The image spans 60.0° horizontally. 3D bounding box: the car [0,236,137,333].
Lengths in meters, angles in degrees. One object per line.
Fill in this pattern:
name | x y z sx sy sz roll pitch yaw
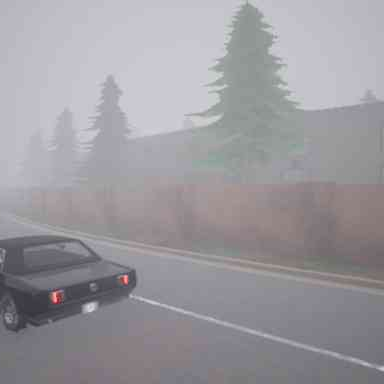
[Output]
car | -3.349 1.563 6.795 4.718 1.301 1.895 1 0 40
